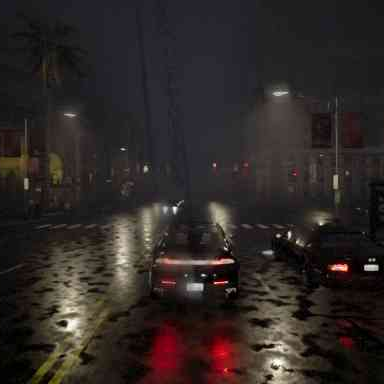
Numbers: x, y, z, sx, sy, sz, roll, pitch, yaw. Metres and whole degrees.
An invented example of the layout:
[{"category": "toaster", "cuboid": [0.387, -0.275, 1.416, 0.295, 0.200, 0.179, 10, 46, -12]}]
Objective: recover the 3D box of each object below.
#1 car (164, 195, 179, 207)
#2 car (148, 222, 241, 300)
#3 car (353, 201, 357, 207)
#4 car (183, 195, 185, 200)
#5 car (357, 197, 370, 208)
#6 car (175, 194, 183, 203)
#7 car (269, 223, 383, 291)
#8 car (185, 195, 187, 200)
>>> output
[{"category": "car", "cuboid": [-3.363, 1.600, 51.758, 1.895, 1.301, 4.718, 0, 0, -4]}, {"category": "car", "cuboid": [0.061, 1.492, 8.386, 2.128, 1.511, 4.902, 0, 0, 0]}, {"category": "car", "cuboid": [26.051, 1.477, 48.254, 5.008, 1.535, 1.882, 0, 0, 0]}, {"category": "car", "cuboid": [-3.477, 1.355, 79.694, 2.097, 1.767, 4.553, 0, 0, 0]}, {"category": "car", "cuboid": [25.431, 1.505, 44.744, 4.892, 1.490, 1.837, 0, 0, 0]}, {"category": "car", "cuboid": [-3.495, 1.478, 68.088, 1.882, 1.535, 5.008, 0, 0, 0]}, {"category": "car", "cuboid": [3.565, 1.547, 9.087, 2.033, 1.411, 5.357, 0, 0, 0]}, {"category": "car", "cuboid": [-2.622, 1.525, 91.733, 2.128, 1.511, 4.902, 0, 0, 10]}]
